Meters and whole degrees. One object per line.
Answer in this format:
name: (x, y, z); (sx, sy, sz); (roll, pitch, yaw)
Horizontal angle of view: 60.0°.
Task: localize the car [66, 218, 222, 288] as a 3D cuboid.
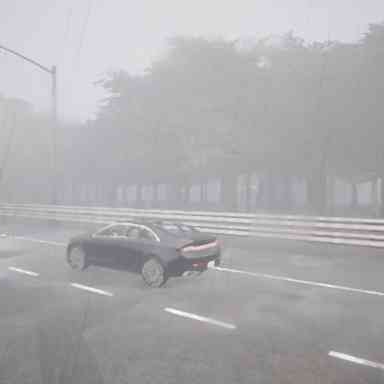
car: (-1.521, 1.493, 9.259); (4.902, 1.511, 2.128); (0, 0, 36)
